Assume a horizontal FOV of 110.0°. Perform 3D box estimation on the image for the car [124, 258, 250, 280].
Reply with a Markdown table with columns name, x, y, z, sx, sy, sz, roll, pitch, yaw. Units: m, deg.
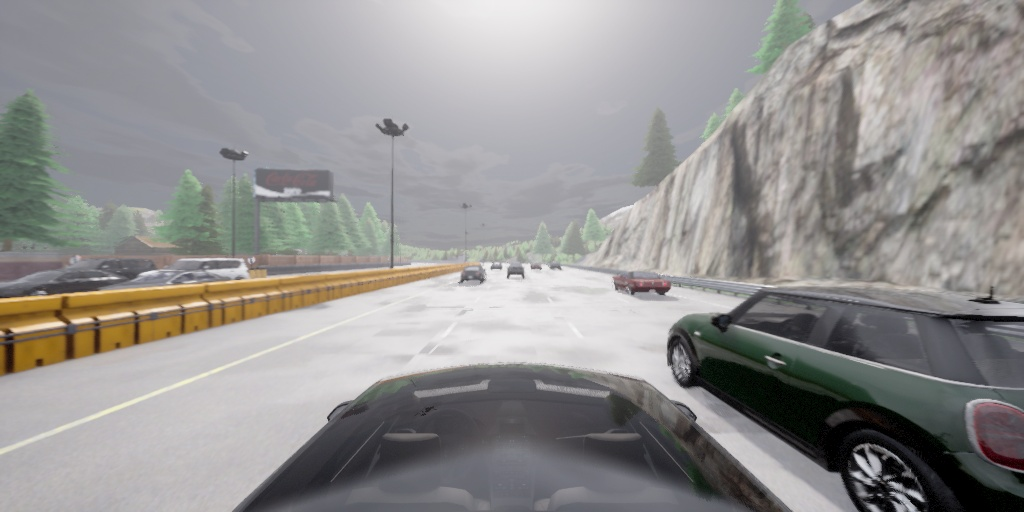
| name | x | y | z | sx | sy | sz | roll | pitch | yaw |
| --- | --- | --- | --- | --- | --- | --- | --- | --- | --- |
| car | -17.423 | 1.118 | 20.000 | 2.150 | 2.045 | 5.566 | 0 | -1 | 1 |

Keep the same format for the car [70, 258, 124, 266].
| name | x | y | z | sx | sy | sz | roll | pitch | yaw |
| --- | --- | --- | --- | --- | --- | --- | --- | --- | --- |
| car | -24.397 | 1.129 | 21.378 | 2.150 | 2.045 | 5.566 | 0 | -1 | 1 |

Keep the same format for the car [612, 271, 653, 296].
| name | x | y | z | sx | sy | sz | roll | pitch | yaw |
| --- | --- | --- | --- | --- | --- | --- | --- | --- | --- |
| car | 7.149 | 1.496 | 20.390 | 1.895 | 1.301 | 4.718 | 0 | 0 | 1 |

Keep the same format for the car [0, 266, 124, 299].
| name | x | y | z | sx | sy | sz | roll | pitch | yaw |
| --- | --- | --- | --- | --- | --- | --- | --- | --- | --- |
| car | -20.990 | 1.373 | 16.730 | 1.837 | 1.490 | 4.892 | 0 | -1 | 1 |

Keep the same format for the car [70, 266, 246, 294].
| name | x | y | z | sx | sy | sz | roll | pitch | yaw |
| --- | --- | --- | --- | --- | --- | --- | --- | --- | --- |
| car | -14.020 | 1.344 | 14.788 | 2.128 | 1.511 | 4.902 | 0 | -1 | 1 |

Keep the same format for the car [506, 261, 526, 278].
| name | x | y | z | sx | sy | sz | roll | pitch | yaw |
| --- | --- | --- | --- | --- | --- | --- | --- | --- | --- |
| car | 0.421 | 1.541 | 38.841 | 1.837 | 1.490 | 4.892 | 0 | -1 | 1 |

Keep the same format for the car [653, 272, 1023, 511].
| name | x | y | z | sx | sy | sz | roll | pitch | yaw |
| --- | --- | --- | --- | --- | --- | --- | --- | --- | --- |
| car | 3.634 | 1.122 | 4.139 | 2.097 | 1.767 | 4.553 | 0 | 0 | 0 |

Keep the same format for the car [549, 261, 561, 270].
| name | x | y | z | sx | sy | sz | roll | pitch | yaw |
| --- | --- | --- | --- | --- | --- | --- | --- | --- | --- |
| car | 7.739 | 1.742 | 64.904 | 1.837 | 1.490 | 4.892 | 0 | -1 | 1 |

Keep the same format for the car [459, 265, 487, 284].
| name | x | y | z | sx | sy | sz | roll | pitch | yaw |
| --- | --- | --- | --- | --- | --- | --- | --- | --- | --- |
| car | -3.183 | 1.496 | 30.082 | 1.812 | 1.442 | 4.674 | 0 | 0 | 1 |
